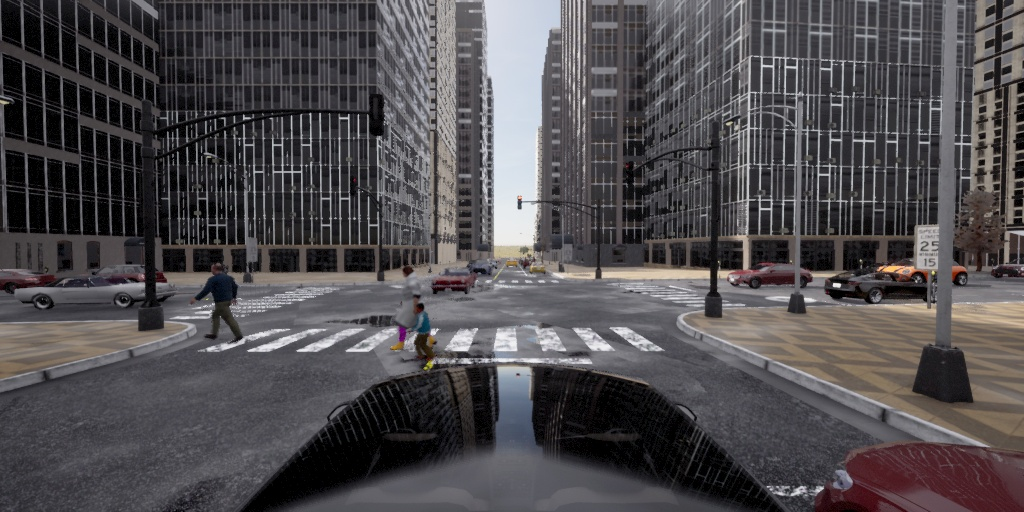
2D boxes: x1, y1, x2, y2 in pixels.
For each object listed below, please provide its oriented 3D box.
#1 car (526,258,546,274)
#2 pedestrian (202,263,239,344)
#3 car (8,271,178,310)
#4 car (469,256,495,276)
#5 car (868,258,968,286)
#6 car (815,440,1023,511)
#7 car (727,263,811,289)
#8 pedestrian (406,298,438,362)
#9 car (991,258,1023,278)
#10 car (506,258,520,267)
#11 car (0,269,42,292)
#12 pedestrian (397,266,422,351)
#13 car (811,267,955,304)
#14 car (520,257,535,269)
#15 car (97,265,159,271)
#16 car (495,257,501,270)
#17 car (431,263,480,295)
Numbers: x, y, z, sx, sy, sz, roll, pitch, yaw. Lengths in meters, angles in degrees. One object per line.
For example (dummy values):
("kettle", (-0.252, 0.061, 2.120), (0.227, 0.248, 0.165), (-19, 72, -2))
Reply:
("car", (2.806, 1.254, 39.957), (1.751, 1.417, 4.829), (0, 0, 0))
("pedestrian", (-6.629, 1.041, 8.163), (0.375, 1.860, 0.375), (-1, 1, 0))
("car", (-17.345, 1.469, 15.211), (4.718, 1.301, 1.895), (0, 1, -6))
("car", (-3.112, 1.083, 36.402), (2.097, 1.767, 4.553), (0, 0, 0))
("car", (25.339, 0.904, 22.370), (4.553, 1.767, 2.097), (0, 1, -5))
("car", (2.692, 1.333, 0.419), (1.802, 1.307, 4.207), (0, 0, 0))
("car", (15.392, 1.135, 21.460), (4.674, 1.442, 1.812), (0, 1, -5))
("pedestrian", (-1.613, 1.422, 6.770), (0.500, 1.100, 0.500), (-1, 1, 0))
("car", (37.693, 0.864, 26.134), (4.097, 1.591, 1.967), (0, 0, -5))
("car", (-0.025, 1.178, 65.017), (1.882, 1.535, 5.008), (0, 0, 0))
("car", (-28.204, 1.390, 20.028), (4.207, 1.307, 1.802), (0, 0, -5))
("pedestrian", (-2.119, 1.041, 7.571), (0.375, 1.860, 0.375), (-1, 1, 0))
("car", (16.124, 1.293, 15.717), (4.313, 1.339, 1.948), (0, 0, -5))
("car", (2.710, 1.028, 55.039), (2.192, 1.841, 5.009), (0, 0, 0))
("car", (-22.578, 1.216, 20.552), (4.097, 1.591, 1.967), (0, 0, -5))
("car", (-3.116, 1.262, 53.298), (2.033, 1.411, 5.357), (0, 0, 0))
("car", (-3.116, 1.316, 19.875), (1.895, 1.301, 4.718), (0, 1, 1))
